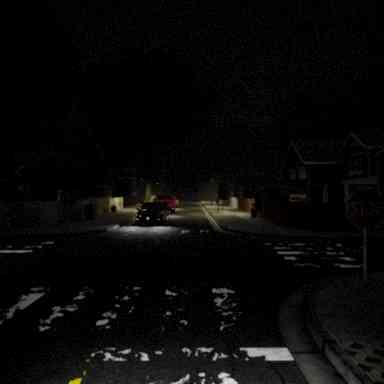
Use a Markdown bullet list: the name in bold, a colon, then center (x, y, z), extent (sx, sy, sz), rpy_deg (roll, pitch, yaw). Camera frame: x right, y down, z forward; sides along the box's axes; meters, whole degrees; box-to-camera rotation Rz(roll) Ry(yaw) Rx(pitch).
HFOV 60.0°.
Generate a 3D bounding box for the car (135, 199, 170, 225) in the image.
- **car**: center (-2.886, 1.500, 24.104), extent (1.837, 1.490, 4.892), rpy_deg (0, 0, 0)

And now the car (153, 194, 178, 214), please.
- **car**: center (-2.919, 1.215, 35.919), extent (2.150, 2.045, 5.566), rpy_deg (0, 0, -2)

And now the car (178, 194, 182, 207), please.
- **car**: center (-2.913, 1.474, 47.555), extent (1.882, 1.535, 5.008), rpy_deg (0, 0, 0)
